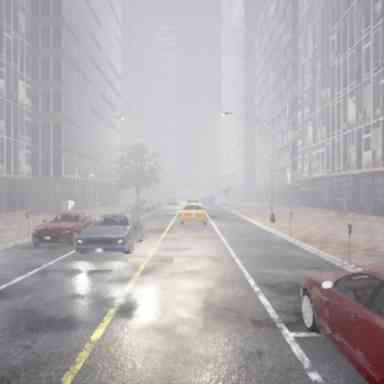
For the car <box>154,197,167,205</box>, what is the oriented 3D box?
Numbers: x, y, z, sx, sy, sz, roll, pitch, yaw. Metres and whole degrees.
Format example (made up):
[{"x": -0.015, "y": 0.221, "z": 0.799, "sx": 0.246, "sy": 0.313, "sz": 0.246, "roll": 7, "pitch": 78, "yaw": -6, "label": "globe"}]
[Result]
[{"x": -5.681, "y": 1.604, "z": 60.881, "sx": 2.008, "sy": 1.369, "sz": 4.403, "roll": 0, "pitch": 0, "yaw": 0, "label": "car"}]

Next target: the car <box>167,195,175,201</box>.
[{"x": -5.675, "y": 1.612, "z": 89.344, "sx": 1.802, "sy": 1.307, "sz": 4.206, "roll": 0, "pitch": 0, "yaw": 0, "label": "car"}]

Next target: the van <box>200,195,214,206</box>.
[{"x": 2.698, "y": 1.394, "z": 55.183, "sx": 1.690, "sy": 1.788, "sz": 3.998, "roll": 0, "pitch": 0, "yaw": 0, "label": "van"}]

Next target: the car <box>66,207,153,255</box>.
[{"x": -3.095, "y": 1.569, "z": 13.748, "sx": 2.033, "sy": 1.411, "sz": 5.357, "roll": 0, "pitch": 0, "yaw": 0, "label": "car"}]

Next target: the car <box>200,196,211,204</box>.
[{"x": 2.701, "y": 1.601, "z": 66.569, "sx": 2.008, "sy": 1.369, "sz": 4.403, "roll": 0, "pitch": 0, "yaw": 0, "label": "car"}]

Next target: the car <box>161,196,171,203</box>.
[{"x": -5.679, "y": 1.629, "z": 72.266, "sx": 1.802, "sy": 1.307, "sz": 4.206, "roll": 0, "pitch": 0, "yaw": 0, "label": "car"}]

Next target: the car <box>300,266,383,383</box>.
[{"x": 2.689, "y": 1.552, "z": 3.949, "sx": 1.887, "sy": 1.381, "sz": 4.507, "roll": 0, "pitch": 0, "yaw": 0, "label": "car"}]

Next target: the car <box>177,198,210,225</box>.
[{"x": 0.104, "y": 1.490, "z": 24.362, "sx": 1.801, "sy": 1.575, "sz": 5.366, "roll": 0, "pitch": 0, "yaw": 0, "label": "car"}]

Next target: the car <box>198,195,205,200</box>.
[{"x": 2.706, "y": 1.606, "z": 95.032, "sx": 1.802, "sy": 1.307, "sz": 4.206, "roll": 0, "pitch": 0, "yaw": 0, "label": "car"}]

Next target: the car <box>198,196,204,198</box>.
[{"x": 0.107, "y": 1.593, "z": 41.435, "sx": 2.033, "sy": 1.411, "sz": 5.357, "roll": 0, "pitch": 0, "yaw": 0, "label": "car"}]

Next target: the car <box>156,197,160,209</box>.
[{"x": -5.684, "y": 1.487, "z": 43.804, "sx": 1.967, "sy": 1.590, "sz": 4.097, "roll": 0, "pitch": 0, "yaw": 0, "label": "car"}]

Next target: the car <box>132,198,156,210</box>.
[{"x": -5.685, "y": 1.484, "z": 38.112, "sx": 1.967, "sy": 1.590, "sz": 4.097, "roll": 0, "pitch": 0, "yaw": 0, "label": "car"}]

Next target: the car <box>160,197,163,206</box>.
[{"x": -5.682, "y": 1.604, "z": 55.189, "sx": 2.008, "sy": 1.369, "sz": 4.403, "roll": 0, "pitch": 0, "yaw": 0, "label": "car"}]

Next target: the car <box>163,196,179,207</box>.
[{"x": -3.056, "y": 1.600, "z": 53.849, "sx": 2.033, "sy": 1.411, "sz": 5.357, "roll": 0, "pitch": 0, "yaw": 0, "label": "car"}]

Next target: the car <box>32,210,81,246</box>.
[{"x": -5.690, "y": 1.569, "z": 15.341, "sx": 1.887, "sy": 1.381, "sz": 4.507, "roll": 0, "pitch": 0, "yaw": 0, "label": "car"}]
